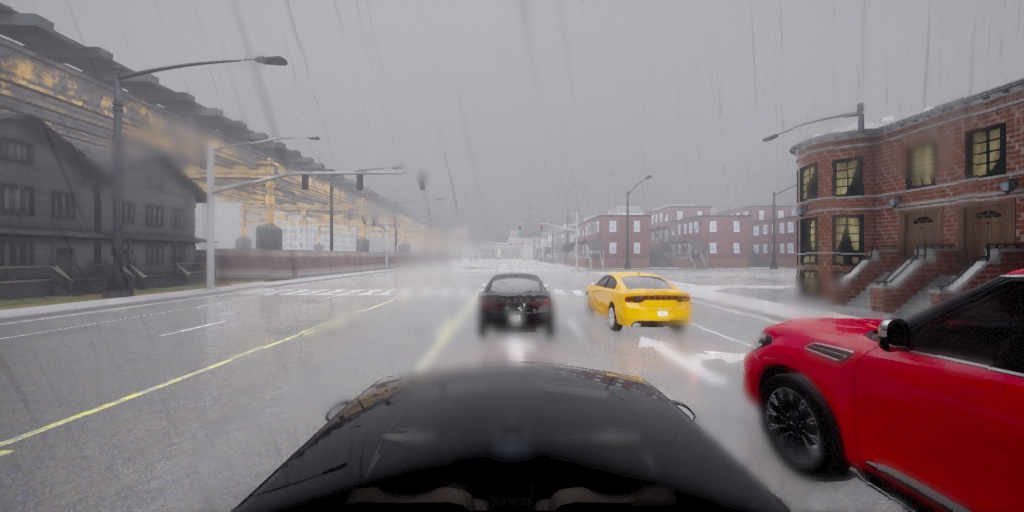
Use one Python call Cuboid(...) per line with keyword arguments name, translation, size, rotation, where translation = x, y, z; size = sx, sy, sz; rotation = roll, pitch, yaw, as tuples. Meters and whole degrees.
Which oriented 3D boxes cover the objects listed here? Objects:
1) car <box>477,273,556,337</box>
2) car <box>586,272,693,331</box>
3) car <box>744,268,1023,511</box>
Cuboid(name="car", translation=(0.107, 1.228, 10.353), size=(1.882, 1.535, 5.008), rotation=(0, 0, 0))
Cuboid(name="car", translation=(3.609, 1.228, 11.055), size=(1.882, 1.535, 5.008), rotation=(0, 0, 0))
Cuboid(name="car", translation=(3.598, 0.971, 1.530), size=(2.150, 2.045, 5.566), rotation=(0, 0, 0))
